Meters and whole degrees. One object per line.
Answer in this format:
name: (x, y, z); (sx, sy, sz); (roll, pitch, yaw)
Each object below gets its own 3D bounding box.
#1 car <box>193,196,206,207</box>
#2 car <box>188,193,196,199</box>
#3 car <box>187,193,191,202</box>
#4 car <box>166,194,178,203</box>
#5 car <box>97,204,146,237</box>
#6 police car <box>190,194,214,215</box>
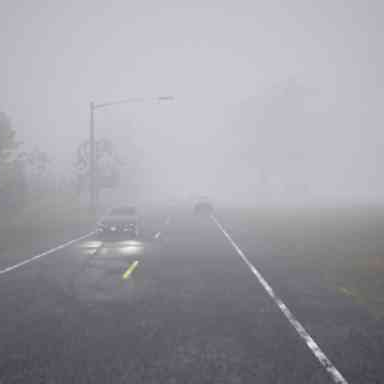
car: (1.065, 1.300, 48.042); (1.812, 1.442, 4.674); (0, 0, 0)
car: (0.025, 0.975, 83.414); (1.994, 1.385, 4.181); (0, 0, 0)
car: (0.020, 1.152, 65.499); (1.882, 1.535, 5.008); (0, 0, 0)
car: (-3.523, 1.216, 59.511); (1.837, 1.490, 4.892); (0, 1, 1)
car: (-3.594, 1.431, 17.590); (1.837, 1.490, 4.892); (0, 0, 0)
police car: (1.060, 1.281, 32.151); (1.930, 1.638, 5.238); (0, 0, 0)
